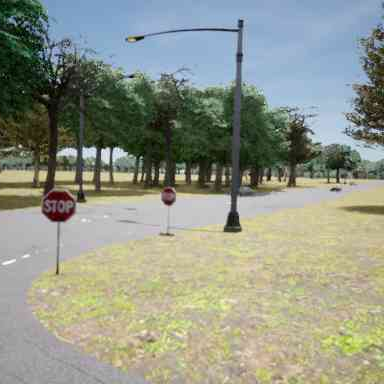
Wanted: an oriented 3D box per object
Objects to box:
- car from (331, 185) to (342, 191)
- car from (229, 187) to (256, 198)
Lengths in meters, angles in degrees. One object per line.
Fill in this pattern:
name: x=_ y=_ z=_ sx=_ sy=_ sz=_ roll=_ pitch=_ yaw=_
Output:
car: x=31.696 y=-0.830 z=72.786 sx=1.895 sy=1.301 sz=4.718 roll=4 pitch=4 yaw=30
car: x=6.958 y=0.063 z=45.650 sx=1.895 sy=1.301 sz=4.718 roll=4 pitch=4 yaw=35
